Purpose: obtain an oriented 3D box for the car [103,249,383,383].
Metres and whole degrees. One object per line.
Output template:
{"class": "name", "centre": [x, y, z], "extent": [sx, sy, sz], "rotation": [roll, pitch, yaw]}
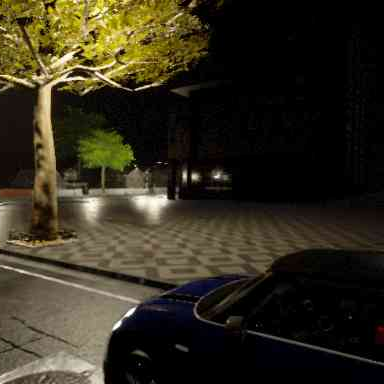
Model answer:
{"class": "car", "centre": [1.260, 1.351, 3.095], "extent": [4.553, 1.767, 2.097], "rotation": [0, 0, 36]}
